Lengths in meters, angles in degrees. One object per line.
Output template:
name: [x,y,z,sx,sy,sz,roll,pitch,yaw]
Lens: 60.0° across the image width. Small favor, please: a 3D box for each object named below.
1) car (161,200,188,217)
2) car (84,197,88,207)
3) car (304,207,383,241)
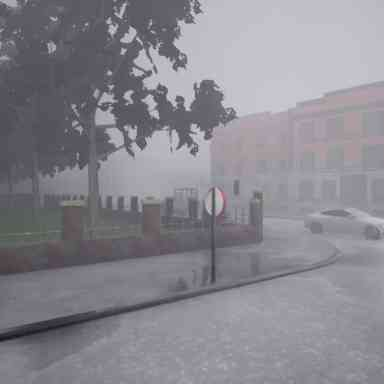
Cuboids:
car: [-2.107,1.498,30.987,1.837,1.490,4.892,0,0,-36]
car: [-15.544,1.519,49.922,1.812,1.442,4.674,0,0,-35]
car: [7.968,1.519,16.897,1.812,1.442,4.674,0,0,-36]
